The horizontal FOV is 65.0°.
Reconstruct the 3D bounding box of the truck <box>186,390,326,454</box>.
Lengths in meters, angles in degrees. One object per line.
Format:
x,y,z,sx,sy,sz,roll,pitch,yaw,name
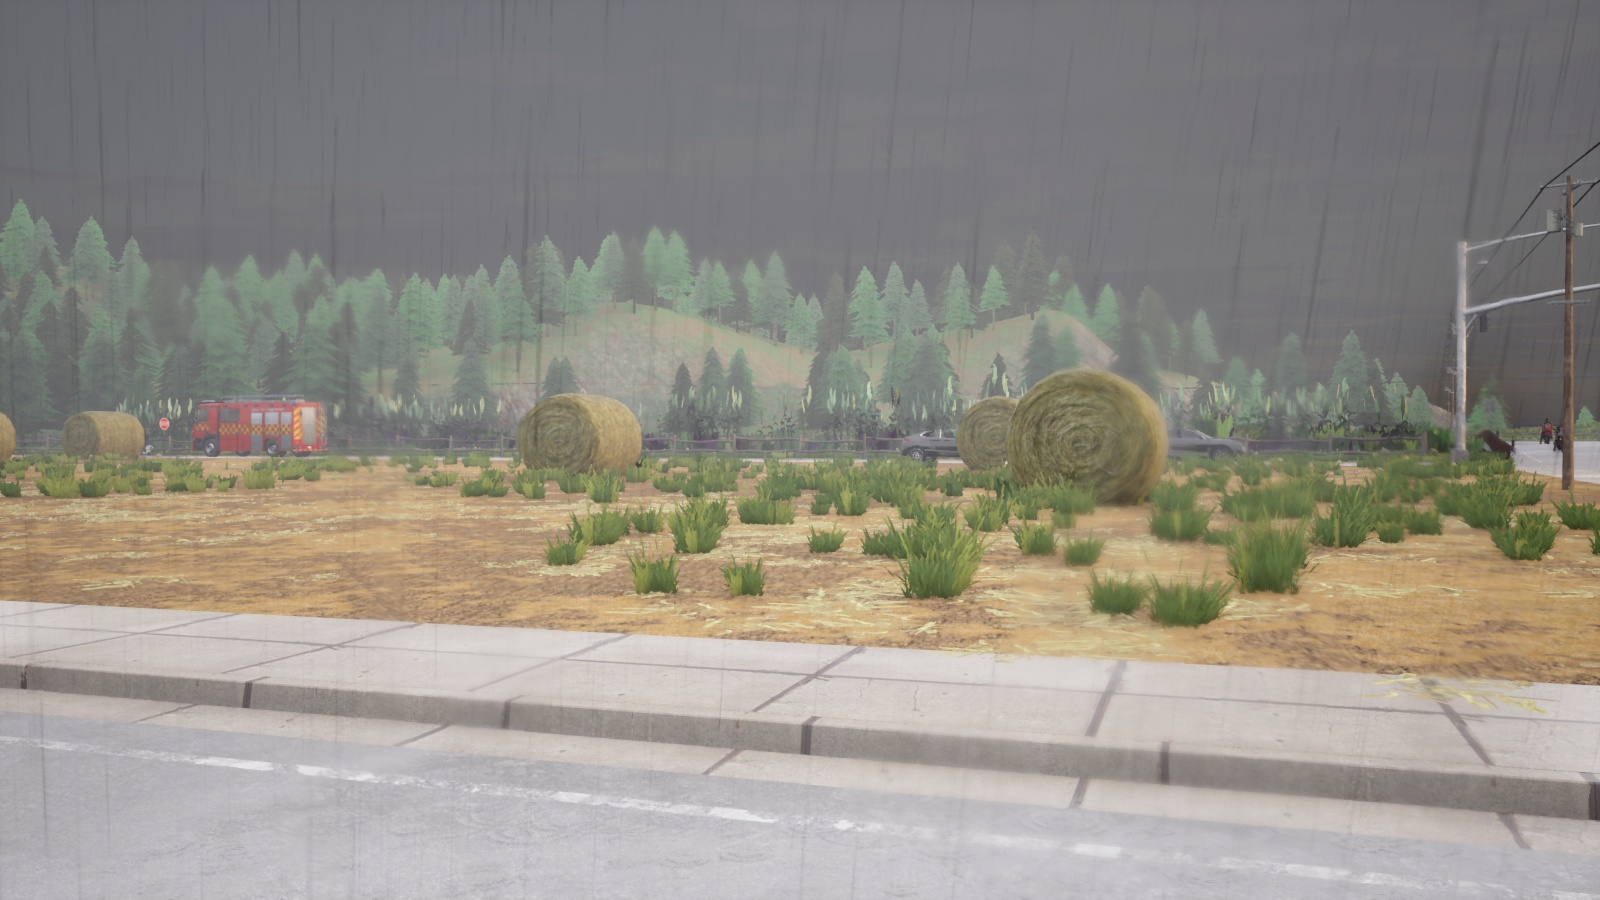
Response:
-33.822,-1.723,78.048,8.468,3.827,2.891,1,1,22,truck

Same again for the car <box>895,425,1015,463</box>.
7.087,-0.295,57.402,5.027,1.651,2.152,1,1,22,car

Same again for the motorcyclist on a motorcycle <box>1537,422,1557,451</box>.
41.737,-0.765,70.150,0.797,1.523,2.044,1,2,26,motorcyclist on a motorcycle

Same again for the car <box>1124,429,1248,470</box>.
16.468,-0.047,53.532,4.856,1.649,2.033,1,1,22,car

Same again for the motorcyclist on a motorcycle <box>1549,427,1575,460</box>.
38.603,-0.357,63.653,0.866,1.530,2.191,1,4,25,motorcyclist on a motorcycle
